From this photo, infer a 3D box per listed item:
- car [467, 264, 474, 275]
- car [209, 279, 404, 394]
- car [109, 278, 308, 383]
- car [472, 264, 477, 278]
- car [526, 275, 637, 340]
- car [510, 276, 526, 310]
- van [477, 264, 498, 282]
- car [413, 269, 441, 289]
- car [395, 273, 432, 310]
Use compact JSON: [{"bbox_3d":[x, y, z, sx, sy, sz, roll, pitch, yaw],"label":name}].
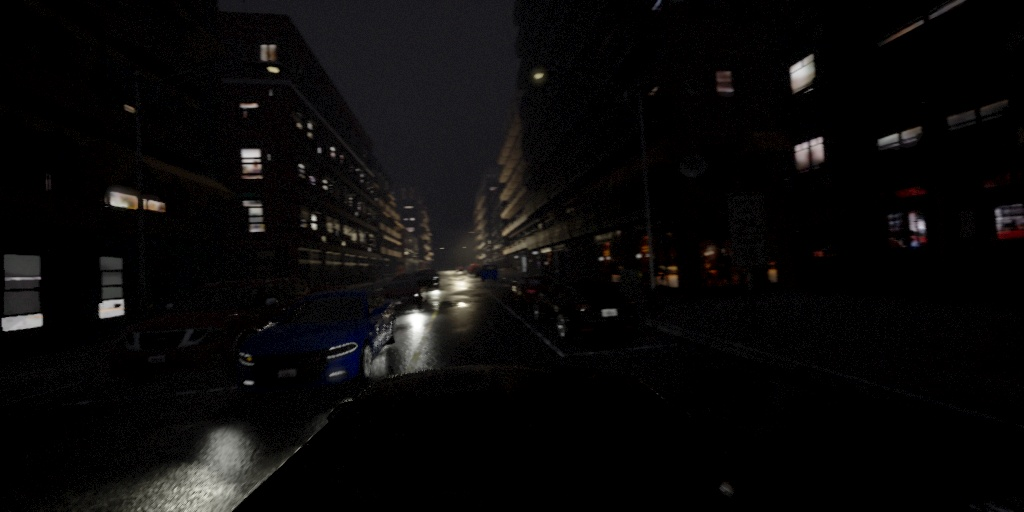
[{"bbox_3d":[-6.579,2.393,64.906,2.192,1.841,5.009,0,0,-9],"label":"car"},{"bbox_3d":[-3.718,1.502,7.691,1.882,1.535,5.008,-3,-1,-10],"label":"car"},{"bbox_3d":[-6.437,1.505,8.615,2.192,1.841,5.009,0,0,-9],"label":"car"},{"bbox_3d":[-4.053,2.224,48.389,1.888,1.381,4.507,0,0,-9],"label":"car"},{"bbox_3d":[1.840,1.317,9.851,1.948,1.339,4.313,0,0,-9],"label":"car"},{"bbox_3d":[0.998,1.465,15.356,1.802,1.307,4.207,0,0,-9],"label":"car"},{"bbox_3d":[-2.370,1.755,37.379,1.690,1.789,3.998,0,0,-9],"label":"van"},{"bbox_3d":[-7.243,1.934,30.808,2.097,1.767,4.553,-3,-1,-8],"label":"car"},{"bbox_3d":[-5.239,1.791,17.719,1.812,1.442,4.674,-3,-1,-9],"label":"car"}]
